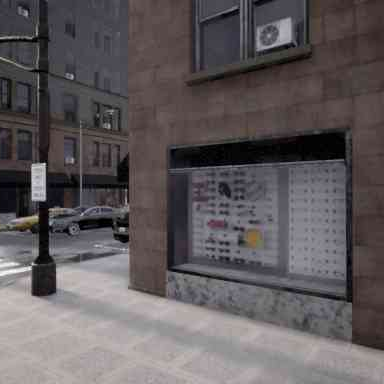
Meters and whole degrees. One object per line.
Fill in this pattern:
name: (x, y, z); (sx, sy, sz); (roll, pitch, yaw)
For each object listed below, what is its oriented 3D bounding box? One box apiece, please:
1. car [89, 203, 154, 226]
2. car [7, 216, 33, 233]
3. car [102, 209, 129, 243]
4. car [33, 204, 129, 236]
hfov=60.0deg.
car: (-5.008, 1.585, 24.256); (2.008, 1.369, 4.403); (0, 0, 35)
car: (-8.250, 1.555, 19.711); (1.752, 1.417, 4.829); (0, 0, 35)
car: (-1.622, 1.561, 15.182); (1.947, 1.339, 4.313); (0, 0, 35)
car: (-5.868, 1.511, 18.694); (2.128, 1.511, 4.902); (0, 0, 36)
